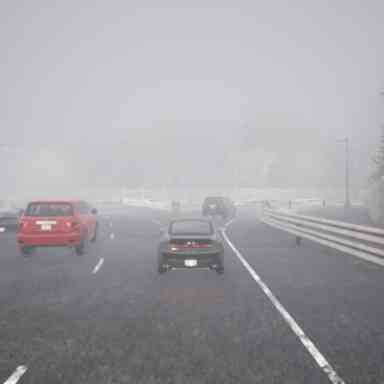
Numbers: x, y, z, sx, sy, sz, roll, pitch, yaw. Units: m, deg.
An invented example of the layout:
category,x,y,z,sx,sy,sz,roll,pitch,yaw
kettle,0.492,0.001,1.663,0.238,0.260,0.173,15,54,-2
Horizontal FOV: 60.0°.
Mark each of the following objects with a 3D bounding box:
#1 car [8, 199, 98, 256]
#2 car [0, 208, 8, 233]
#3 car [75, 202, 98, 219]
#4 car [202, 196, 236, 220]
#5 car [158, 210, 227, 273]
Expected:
category,x,y,z,sx,sy,sz,roll,pitch,yaw
car,-5.247,1.294,13.694,2.150,2.045,5.566,0,-1,-9
car,-9.891,1.608,18.761,1.837,1.490,4.892,0,0,-13
car,-10.397,1.739,32.527,1.994,1.385,4.181,0,0,-20
car,2.555,1.379,30.402,2.150,2.045,5.566,0,0,18
car,-0.024,1.562,10.848,1.837,1.490,4.892,0,0,0
